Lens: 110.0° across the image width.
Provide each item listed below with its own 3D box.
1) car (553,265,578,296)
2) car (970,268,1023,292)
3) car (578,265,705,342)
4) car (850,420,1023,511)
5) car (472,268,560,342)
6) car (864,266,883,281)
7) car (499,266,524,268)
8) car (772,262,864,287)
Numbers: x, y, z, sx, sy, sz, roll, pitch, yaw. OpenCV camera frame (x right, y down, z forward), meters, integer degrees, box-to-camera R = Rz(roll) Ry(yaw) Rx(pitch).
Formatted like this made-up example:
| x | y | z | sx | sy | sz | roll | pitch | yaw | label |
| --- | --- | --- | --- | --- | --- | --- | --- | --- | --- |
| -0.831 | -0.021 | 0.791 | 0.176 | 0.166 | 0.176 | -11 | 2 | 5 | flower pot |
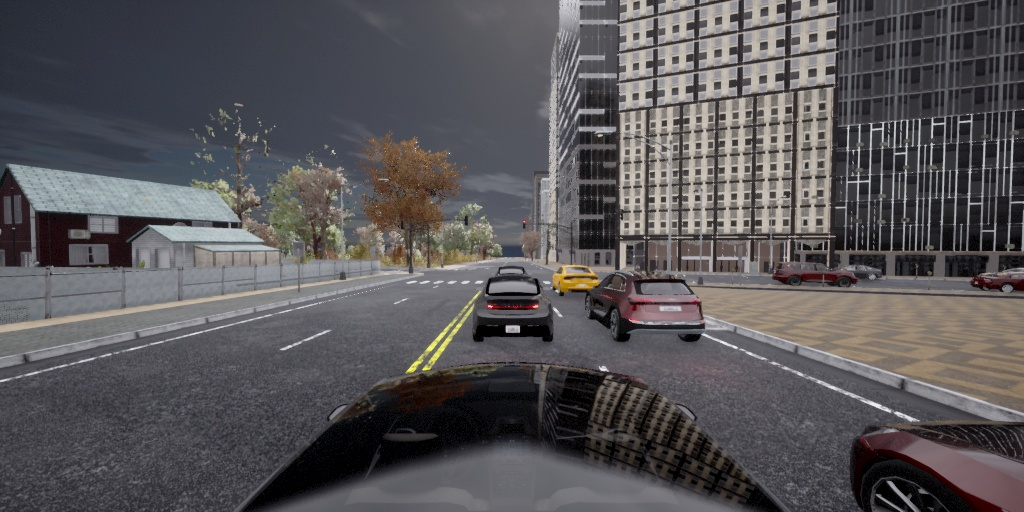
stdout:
| x | y | z | sx | sy | sz | roll | pitch | yaw | label |
| --- | --- | --- | --- | --- | --- | --- | --- | --- | --- |
| 3.285 | 1.224 | 19.253 | 1.882 | 1.535 | 5.008 | 0 | 0 | 0 | car |
| 33.621 | 1.715 | 23.598 | 4.507 | 1.381 | 1.888 | 0 | 0 | 20 | car |
| 3.335 | 1.177 | 9.790 | 2.033 | 1.649 | 4.856 | 0 | 0 | 0 | car |
| 3.352 | 1.254 | 0.529 | 2.163 | 1.488 | 4.792 | 0 | 0 | 0 | car |
| 0.031 | 1.252 | 9.774 | 1.837 | 1.490 | 4.892 | 0 | 0 | 0 | car |
| 30.991 | 1.468 | 32.940 | 4.403 | 1.370 | 2.007 | 0 | 0 | 20 | car |
| -0.029 | 1.251 | 18.441 | 1.837 | 1.490 | 4.892 | 0 | 0 | 0 | car |
| 22.968 | 1.393 | 27.477 | 5.009 | 1.841 | 2.192 | 0 | 0 | 20 | car |
